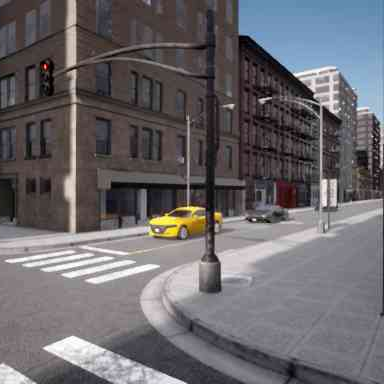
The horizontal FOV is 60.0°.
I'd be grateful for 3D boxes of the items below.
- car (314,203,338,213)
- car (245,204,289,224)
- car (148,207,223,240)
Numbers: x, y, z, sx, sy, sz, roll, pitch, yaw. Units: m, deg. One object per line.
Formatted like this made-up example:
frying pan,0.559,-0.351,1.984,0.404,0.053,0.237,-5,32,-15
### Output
car,16.826,1.859,41.706,1.895,1.301,4.718,0,0,36
car,6.203,1.705,26.895,2.033,1.411,5.357,0,0,36
car,-0.214,1.570,17.895,1.882,1.535,5.008,0,0,35
